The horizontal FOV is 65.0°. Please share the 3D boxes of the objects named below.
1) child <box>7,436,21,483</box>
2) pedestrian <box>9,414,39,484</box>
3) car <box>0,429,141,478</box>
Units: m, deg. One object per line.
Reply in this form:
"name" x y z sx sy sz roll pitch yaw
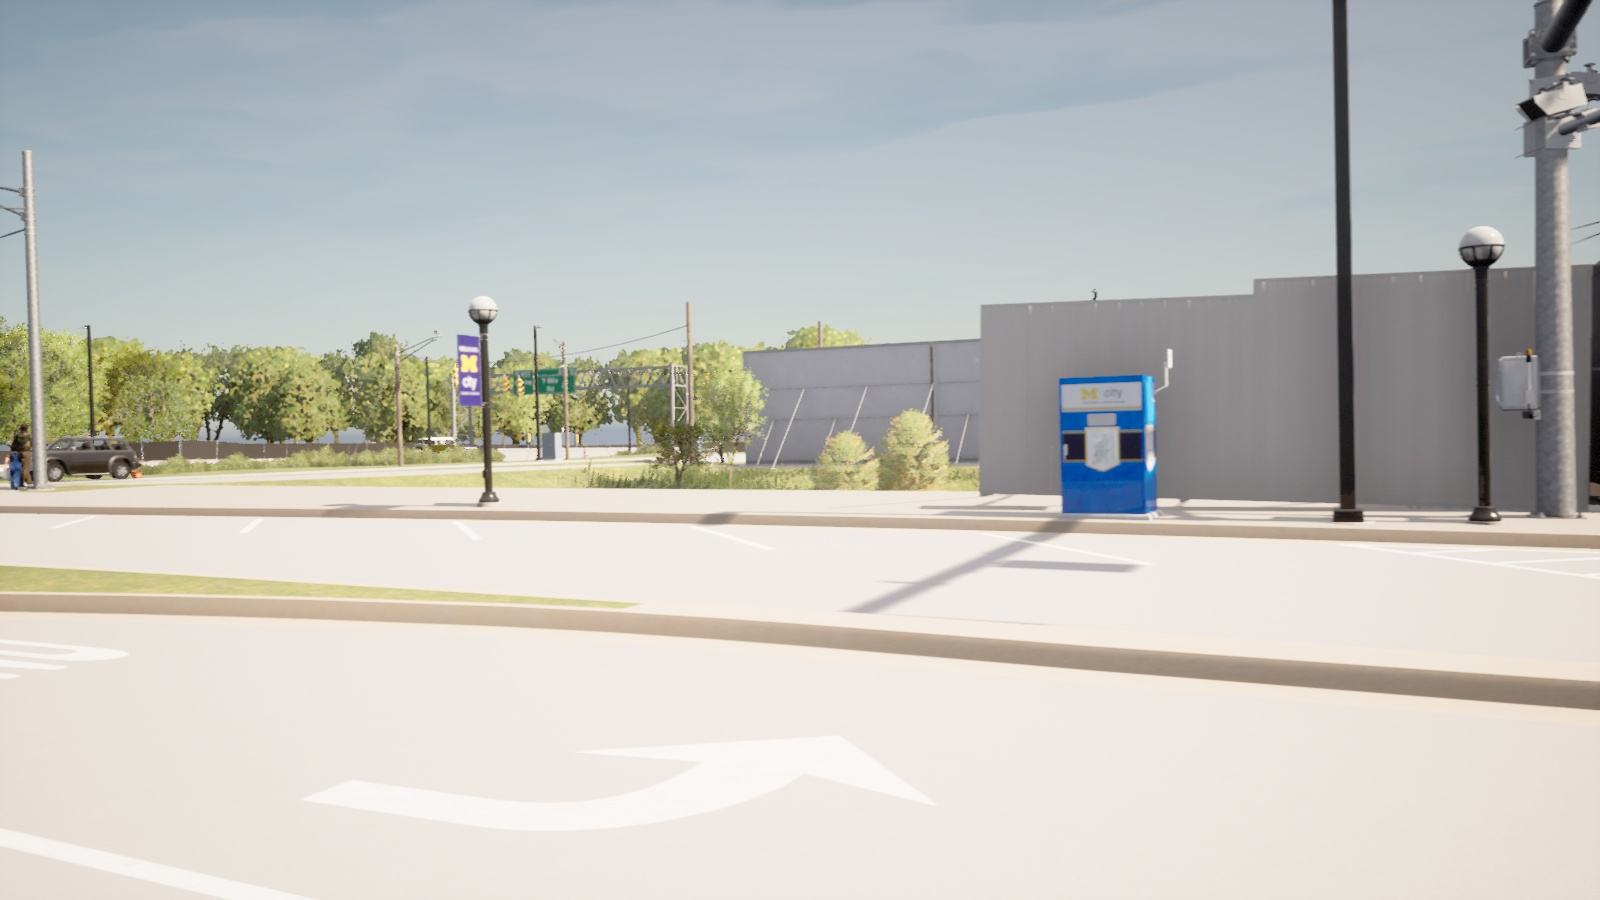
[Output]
"child" -21.222 0.249 33.898 0.270 1.263 0.437 -2 1 -30
"pedestrian" -21.718 -0.037 35.165 0.395 1.930 0.692 -1 1 -5
"car" -29.384 0.114 50.753 1.932 1.855 4.605 0 0 26
